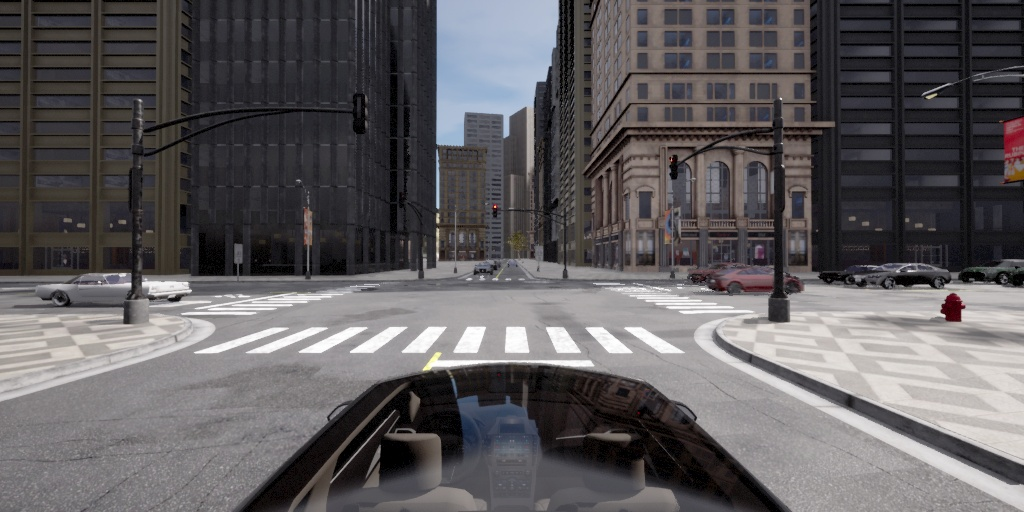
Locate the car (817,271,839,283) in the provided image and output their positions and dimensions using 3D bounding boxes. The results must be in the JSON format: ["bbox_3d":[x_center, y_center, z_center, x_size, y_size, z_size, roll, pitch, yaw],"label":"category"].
[{"bbox_3d":[24.251,1.315,24.934,4.718,1.301,1.895,0,0,0],"label":"car"}]

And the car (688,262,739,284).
[{"bbox_3d":[14.907,1.216,24.927,5.008,1.535,1.882,0,0,0],"label":"car"}]

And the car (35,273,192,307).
[{"bbox_3d":[-16.375,1.366,14.947,4.718,1.301,1.895,0,0,0],"label":"car"}]

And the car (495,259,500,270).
[{"bbox_3d":[-3.058,1.302,50.674,1.882,1.535,5.008,0,0,0],"label":"car"}]

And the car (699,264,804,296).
[{"bbox_3d":[12.437,1.261,18.527,4.181,1.385,1.994,0,0,3],"label":"car"}]

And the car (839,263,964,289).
[{"bbox_3d":[23.391,1.184,21.680,4.902,1.511,2.128,0,0,0],"label":"car"}]

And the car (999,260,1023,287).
[{"bbox_3d":[33.351,1.021,21.679,4.553,1.767,2.097,0,0,0],"label":"car"}]

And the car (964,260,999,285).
[{"bbox_3d":[34.218,1.043,24.929,4.553,1.767,2.097,0,0,0],"label":"car"}]

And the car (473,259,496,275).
[{"bbox_3d":[-3.052,1.361,39.116,1.994,1.385,4.181,0,0,-1],"label":"car"}]
